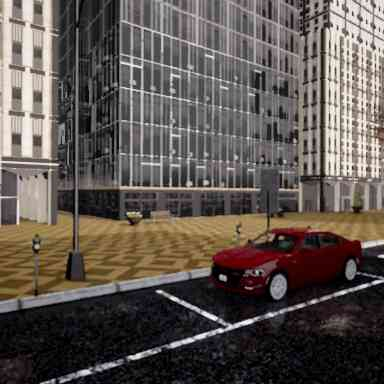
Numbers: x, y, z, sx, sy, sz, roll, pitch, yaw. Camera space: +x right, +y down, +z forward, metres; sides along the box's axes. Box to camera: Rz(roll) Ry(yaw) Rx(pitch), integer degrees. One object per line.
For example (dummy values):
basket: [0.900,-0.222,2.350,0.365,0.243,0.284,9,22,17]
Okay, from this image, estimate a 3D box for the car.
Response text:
car: [2.483,1.583,8.342,4.507,1.381,1.887,0,0,-36]
